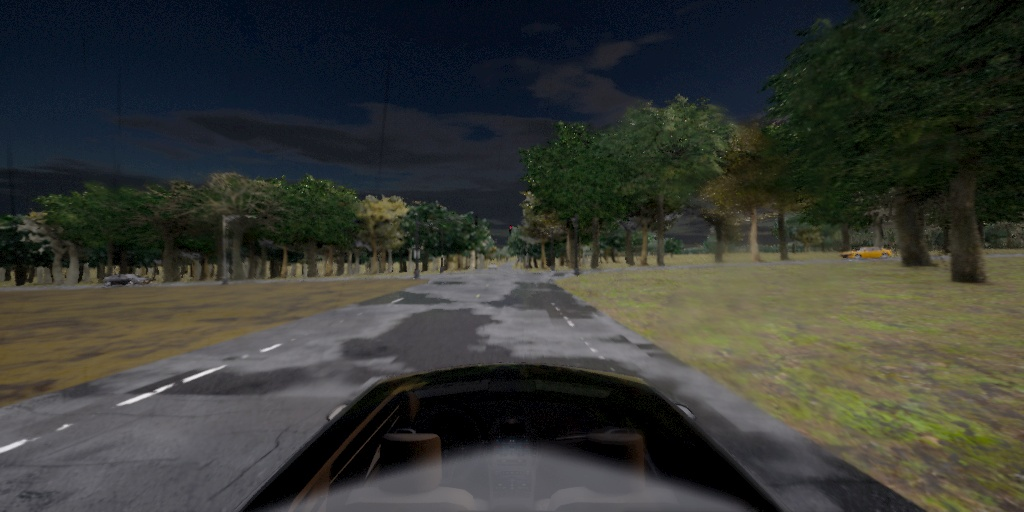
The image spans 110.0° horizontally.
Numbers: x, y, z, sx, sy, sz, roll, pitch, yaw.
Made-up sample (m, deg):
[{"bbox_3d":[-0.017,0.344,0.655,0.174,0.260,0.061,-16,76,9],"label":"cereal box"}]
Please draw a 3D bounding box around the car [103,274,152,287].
[{"bbox_3d":[-46.613,2.911,43.511,4.892,1.490,1.837,-2,-1,3],"label":"car"}]

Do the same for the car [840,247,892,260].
[{"bbox_3d":[42.954,-0.342,43.626,5.008,1.535,1.882,-2,-1,3],"label":"car"}]
